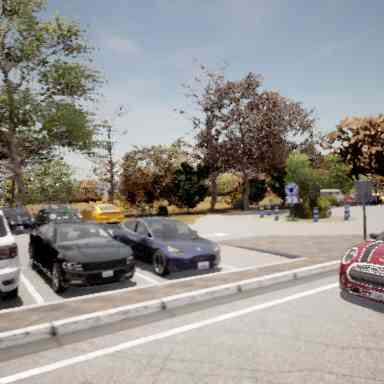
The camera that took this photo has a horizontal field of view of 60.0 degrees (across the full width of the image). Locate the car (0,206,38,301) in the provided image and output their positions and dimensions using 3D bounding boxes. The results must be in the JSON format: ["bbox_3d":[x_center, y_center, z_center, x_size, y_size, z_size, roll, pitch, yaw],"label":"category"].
[{"bbox_3d":[-5.623,1.316,7.990,2.435,2.045,5.566,0,0,-35],"label":"car"}]

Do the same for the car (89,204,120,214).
[{"bbox_3d":[-6.424,1.597,23.378,2.097,1.535,5.008,0,0,-35],"label":"car"}]

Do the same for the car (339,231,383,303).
[{"bbox_3d":[5.340,1.350,7.504,4.553,1.767,2.097,0,0,-36],"label":"car"}]

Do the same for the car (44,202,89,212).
[{"bbox_3d":[-8.711,1.459,21.813,2.185,1.767,4.553,0,0,-35],"label":"car"}]

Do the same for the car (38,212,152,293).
[{"bbox_3d":[-3.341,1.580,9.568,2.097,1.535,5.008,0,0,-35],"label":"car"}]

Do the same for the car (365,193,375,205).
[{"bbox_3d":[20.048,0.956,42.324,2.002,1.452,4.674,0,0,-35],"label":"car"}]

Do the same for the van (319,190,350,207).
[{"bbox_3d":[15.654,0.709,39.080,1.878,1.987,4.442,0,1,-35],"label":"van"}]

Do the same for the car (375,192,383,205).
[{"bbox_3d":[22.416,0.929,44.018,2.163,1.488,4.792,0,0,-35],"label":"car"}]

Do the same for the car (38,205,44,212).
[{"bbox_3d":[-10.840,1.603,20.241,2.163,1.488,4.792,0,0,-35],"label":"car"}]

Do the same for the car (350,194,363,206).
[{"bbox_3d":[17.768,0.965,40.723,2.002,1.452,4.674,0,0,-35],"label":"car"}]

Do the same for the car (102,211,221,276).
[{"bbox_3d":[-1.050,1.622,11.137,2.163,1.488,4.792,0,0,-35],"label":"car"}]
